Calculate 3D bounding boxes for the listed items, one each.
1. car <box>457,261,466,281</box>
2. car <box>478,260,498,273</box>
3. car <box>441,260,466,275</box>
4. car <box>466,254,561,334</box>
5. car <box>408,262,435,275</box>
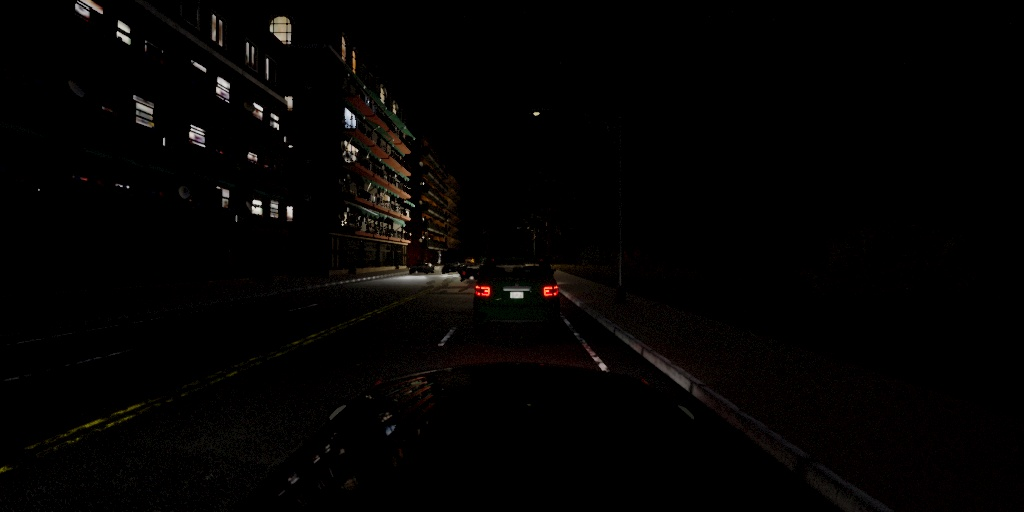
[{"bbox_3d":[-3.043,1.353,29.548,1.895,1.301,4.718,0,0,0],"label":"car"},{"bbox_3d":[-2.979,1.243,45.243,2.128,1.511,4.902,0,0,0],"label":"car"},{"bbox_3d":[-6.455,1.315,39.379,1.994,1.385,4.181,0,0,0],"label":"car"},{"bbox_3d":[0.129,0.973,10.762,2.150,2.045,5.566,0,0,0],"label":"car"},{"bbox_3d":[-9.708,1.352,38.733,1.895,1.301,4.718,0,0,0],"label":"car"}]
